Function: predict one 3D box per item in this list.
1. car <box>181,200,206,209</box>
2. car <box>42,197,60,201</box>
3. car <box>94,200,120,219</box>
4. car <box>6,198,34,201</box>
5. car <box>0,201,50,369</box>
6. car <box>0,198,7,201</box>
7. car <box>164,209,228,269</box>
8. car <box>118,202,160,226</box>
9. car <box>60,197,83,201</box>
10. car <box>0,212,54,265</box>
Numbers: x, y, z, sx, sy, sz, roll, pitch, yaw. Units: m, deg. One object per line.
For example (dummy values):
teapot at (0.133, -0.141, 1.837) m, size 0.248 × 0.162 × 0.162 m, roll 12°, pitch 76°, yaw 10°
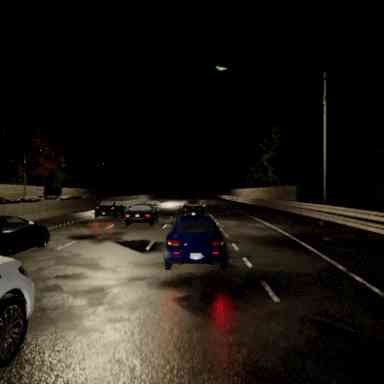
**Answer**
car at (0.114, 1.470, 28.491) m, size 1.837 × 1.490 × 4.892 m, roll 0°, pitch 0°, yaw 0°
car at (-21.039, 1.481, 49.367) m, size 1.812 × 1.442 × 4.674 m, roll 0°, pitch 0°, yaw 0°
car at (-6.887, 1.456, 28.425) m, size 2.128 × 1.511 × 4.902 m, roll 0°, pitch 0°, yaw 0°
car at (-24.539, 1.556, 48.593) m, size 1.895 × 1.301 × 4.718 m, roll 0°, pitch 0°, yaw 0°
car at (-3.401, 1.217, 2.547) m, size 2.150 × 2.045 × 5.566 m, roll 0°, pitch 0°, yaw 0°
car at (-28.035, 1.519, 48.716) m, size 1.994 × 1.385 × 4.181 m, roll 0°, pitch 0°, yaw 0°
car at (0.106, 1.509, 11.022) m, size 1.812 × 1.442 × 4.674 m, roll 0°, pitch 0°, yaw 0°
car at (-3.390, 1.517, 23.244) m, size 2.033 × 1.411 × 5.357 m, roll 0°, pitch 0°, yaw 0°
car at (-17.538, 1.460, 49.932) m, size 1.837 × 1.490 × 4.892 m, roll 0°, pitch 0°, yaw 0°
car at (-6.894, 1.545, 12.116) m, size 1.994 × 1.385 × 4.181 m, roll 0°, pitch 0°, yaw 0°
